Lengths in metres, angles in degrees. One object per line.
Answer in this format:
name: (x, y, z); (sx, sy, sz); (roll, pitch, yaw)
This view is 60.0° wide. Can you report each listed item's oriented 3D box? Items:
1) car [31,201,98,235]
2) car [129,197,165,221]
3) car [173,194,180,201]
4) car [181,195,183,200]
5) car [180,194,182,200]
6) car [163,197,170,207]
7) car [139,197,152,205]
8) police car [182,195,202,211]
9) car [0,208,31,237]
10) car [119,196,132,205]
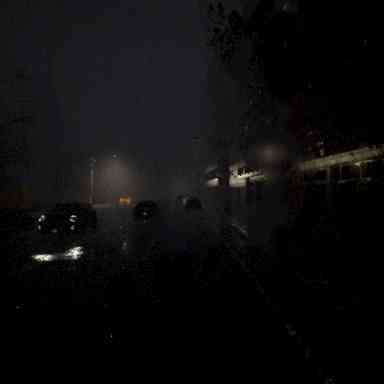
car: (-6.800, 1.332, 18.632); (2.097, 1.767, 4.553); (0, 0, -1)
car: (-3.533, 1.453, 26.943); (1.882, 1.535, 5.008); (0, 0, -1)
car: (-2.729, 1.347, 76.256); (1.837, 1.490, 4.892); (0, 0, -4)
car: (-0.297, 1.421, 51.336); (1.801, 1.575, 5.366); (0, 0, -3)
car: (-0.591, 1.317, 57.141); (2.097, 1.767, 4.553); (0, 0, -3)
car: (-4.392, 1.457, 50.360); (2.128, 1.511, 4.902); (0, 0, -3)
car: (-8.236, 1.532, 59.008); (1.994, 1.385, 4.181); (0, 0, -3)
police car: (0.144, 1.393, 41.212); (1.930, 1.638, 5.238); (0, 0, -2)
car: (-10.030, 1.546, 17.557); (1.994, 1.385, 4.181); (0, 0, -1)
car: (-11.434, 1.447, 57.921); (1.882, 1.535, 5.008); (0, 0, -3)
